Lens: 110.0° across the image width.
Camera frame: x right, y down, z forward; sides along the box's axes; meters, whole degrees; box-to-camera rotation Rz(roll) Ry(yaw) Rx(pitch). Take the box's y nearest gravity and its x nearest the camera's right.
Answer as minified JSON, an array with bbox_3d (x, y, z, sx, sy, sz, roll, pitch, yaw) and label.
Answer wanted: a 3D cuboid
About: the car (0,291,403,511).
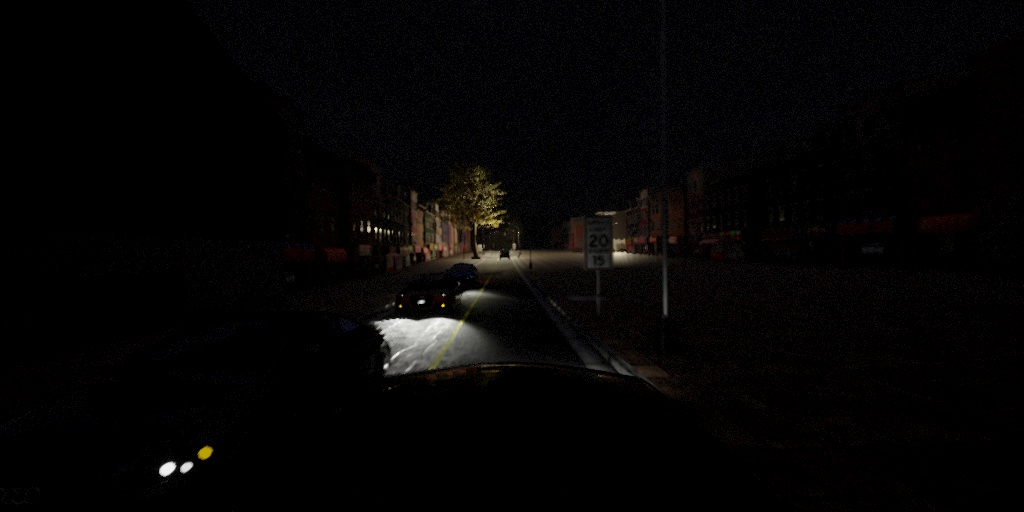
[{"bbox_3d":[-2.862,1.352,4.012,1.994,1.385,4.181,-1,0,-1],"label":"car"}]

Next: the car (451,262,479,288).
[{"bbox_3d":[-3.269,1.208,24.068,1.882,1.535,5.008,-1,1,-1],"label":"car"}]

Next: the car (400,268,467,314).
[{"bbox_3d":[-3.071,1.345,13.949,1.994,1.385,4.181,-1,0,-2],"label":"car"}]
